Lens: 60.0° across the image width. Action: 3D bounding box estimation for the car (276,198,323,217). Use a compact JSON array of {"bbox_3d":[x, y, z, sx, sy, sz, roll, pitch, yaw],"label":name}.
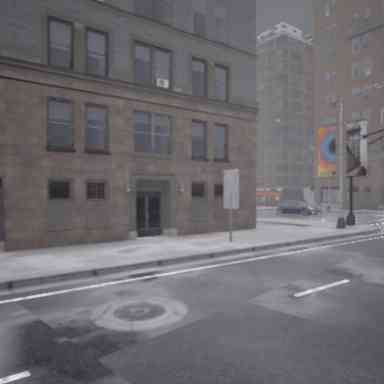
[{"bbox_3d":[10.729,1.514,33.288,2.097,1.767,4.553,0,-1,-35],"label":"car"}]
